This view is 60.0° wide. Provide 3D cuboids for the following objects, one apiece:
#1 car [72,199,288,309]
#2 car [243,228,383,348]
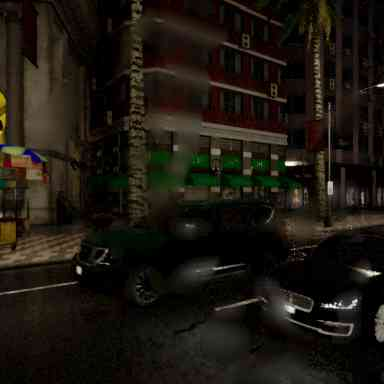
[{"bbox_3d":[0.016,1.222,8.242,5.566,2.045,2.150,0,0,-34],"label":"car"},{"bbox_3d":[3.462,1.504,6.374,4.892,1.490,1.837,0,0,-35],"label":"car"}]
